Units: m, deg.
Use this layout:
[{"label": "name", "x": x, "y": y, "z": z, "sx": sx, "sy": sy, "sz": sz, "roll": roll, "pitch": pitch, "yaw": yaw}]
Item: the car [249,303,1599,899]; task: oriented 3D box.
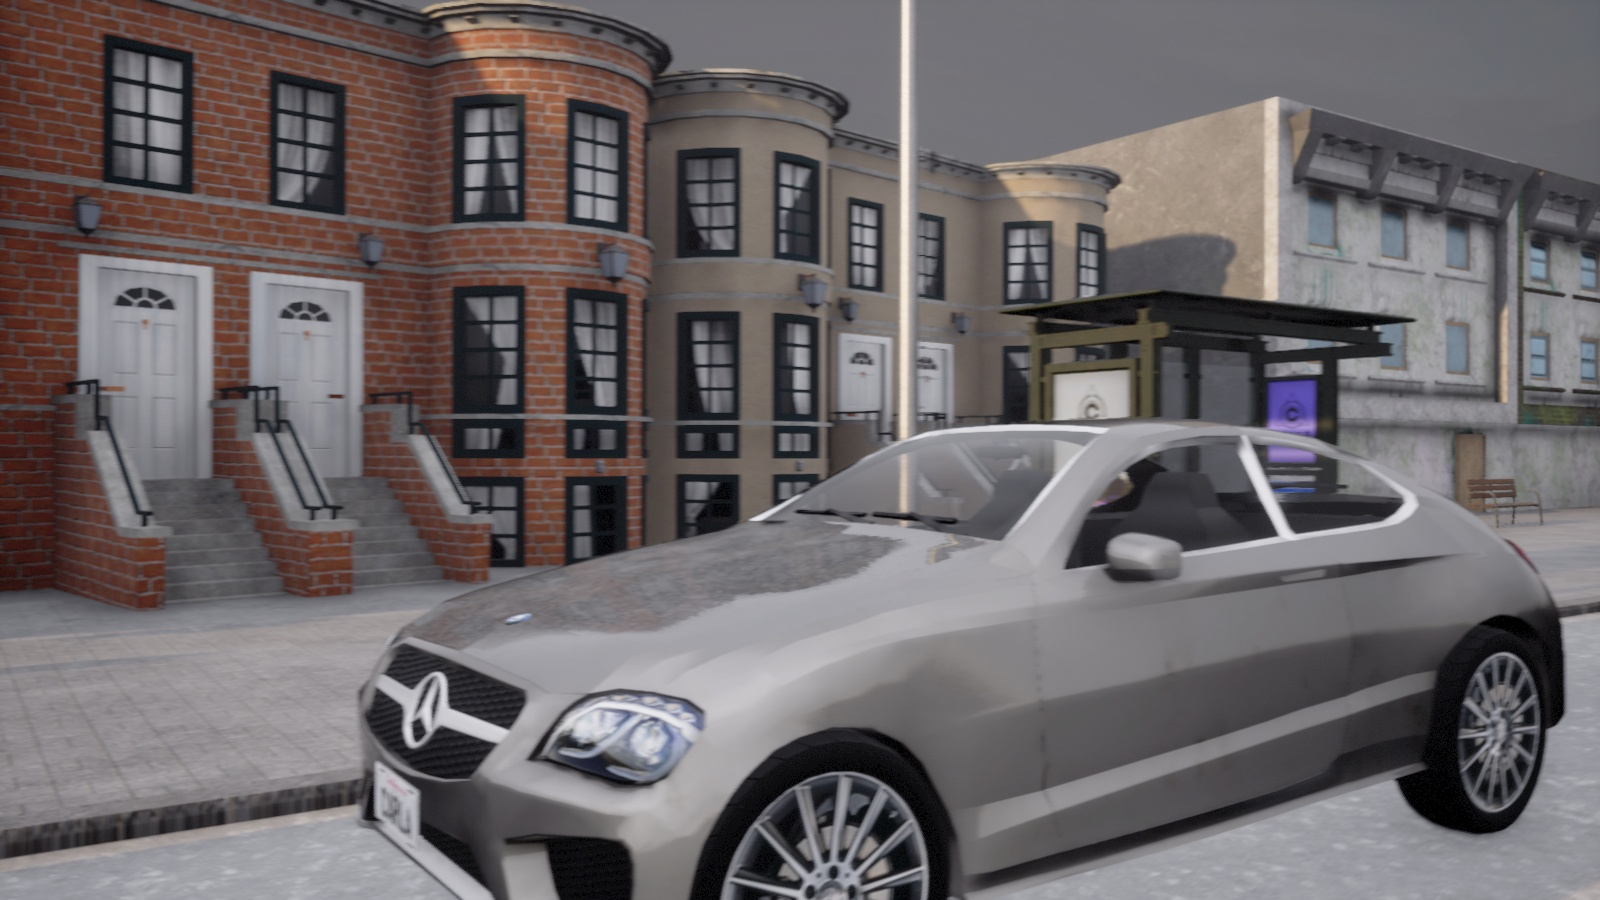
[{"label": "car", "x": 0.805, "y": 0.534, "z": 4.830, "sx": 5.027, "sy": 1.651, "sz": 2.152, "roll": 0, "pitch": 0, "yaw": -35}]
